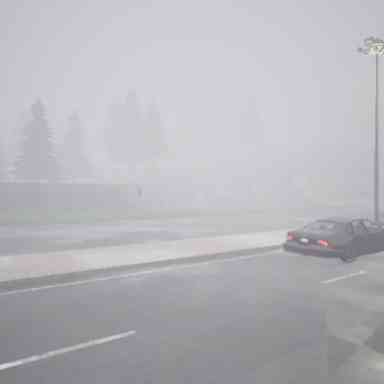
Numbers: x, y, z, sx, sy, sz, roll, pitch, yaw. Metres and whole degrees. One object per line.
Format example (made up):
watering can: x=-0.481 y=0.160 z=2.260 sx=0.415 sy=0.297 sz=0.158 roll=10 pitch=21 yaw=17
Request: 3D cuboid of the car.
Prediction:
car: x=5.623 y=1.600 z=12.052 sx=5.357 sy=1.411 sz=2.033 roll=0 pitch=0 yaw=-35
